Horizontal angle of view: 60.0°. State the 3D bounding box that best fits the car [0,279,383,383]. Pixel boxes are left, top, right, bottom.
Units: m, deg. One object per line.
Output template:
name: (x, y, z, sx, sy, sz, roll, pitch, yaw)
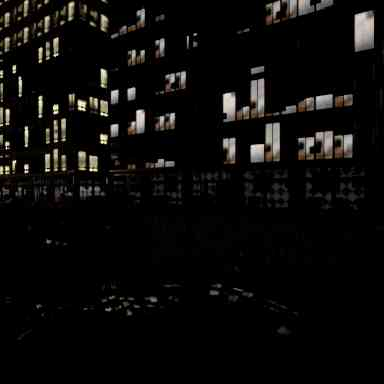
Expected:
car: (-0.441, 1.566, 3.184, 4.313, 1.339, 1.947, 0, 0, 36)
